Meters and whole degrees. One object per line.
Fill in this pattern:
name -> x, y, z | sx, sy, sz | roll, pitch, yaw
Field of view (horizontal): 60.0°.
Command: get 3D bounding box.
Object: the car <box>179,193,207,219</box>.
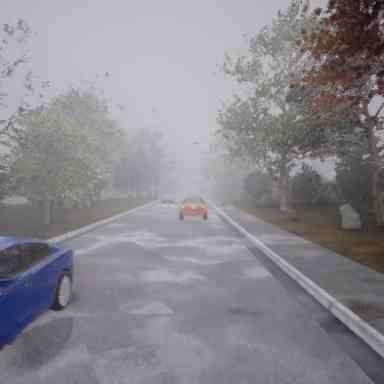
car -> 0.102, 1.131, 26.679 | 2.097, 1.767, 4.553 | 0, 1, 0

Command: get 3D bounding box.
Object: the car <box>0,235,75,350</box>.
car -> -3.343, 1.454, 4.866 | 1.882, 1.535, 5.008 | 0, 0, 0

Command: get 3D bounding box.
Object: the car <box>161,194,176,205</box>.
car -> -3.319, 1.016, 47.669 | 2.033, 1.411, 5.357 | 0, 1, 0

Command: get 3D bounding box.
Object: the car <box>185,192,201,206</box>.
car -> 0.105, 0.870, 44.448 | 2.097, 1.767, 4.553 | 0, 1, 0
